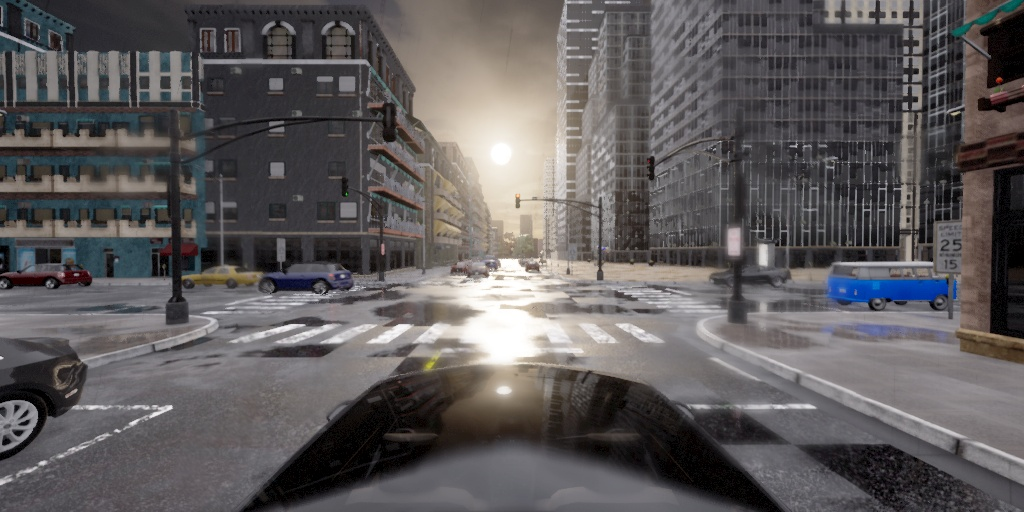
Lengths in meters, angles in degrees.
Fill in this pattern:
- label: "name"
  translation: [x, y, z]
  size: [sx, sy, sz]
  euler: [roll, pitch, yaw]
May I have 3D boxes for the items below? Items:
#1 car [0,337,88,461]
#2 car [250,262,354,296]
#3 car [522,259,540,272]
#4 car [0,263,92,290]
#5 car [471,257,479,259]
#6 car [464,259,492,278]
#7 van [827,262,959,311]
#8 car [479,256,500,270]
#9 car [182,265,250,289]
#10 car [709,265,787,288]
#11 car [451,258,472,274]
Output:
- label: "car"
  translation: [-5.692, 1.300, 2.219]
  size: [2.007, 1.370, 4.403]
  euler: [0, 0, 0]
- label: "car"
  translation: [-11.060, 1.098, 19.291]
  size: [4.553, 1.767, 2.097]
  euler: [0, 1, 9]
- label: "car"
  translation: [2.575, 1.281, 46.007]
  size: [1.888, 1.381, 4.507]
  euler: [0, 0, 0]
- label: "car"
  translation: [-28.818, 1.186, 22.141]
  size: [4.097, 1.591, 1.967]
  euler: [0, 0, 0]
- label: "car"
  translation: [-5.773, 1.176, 45.934]
  size: [1.967, 1.591, 4.097]
  euler: [0, 0, 0]
- label: "car"
  translation: [-3.159, 1.265, 34.301]
  size: [1.812, 1.442, 4.674]
  euler: [0, 0, 0]
- label: "van"
  translation: [14.667, 1.114, 13.913]
  size: [3.998, 1.789, 1.690]
  euler: [0, 0, 0]
- label: "car"
  translation: [-3.187, 0.956, 50.818]
  size: [2.150, 2.045, 5.566]
  euler: [0, 0, 0]
- label: "car"
  translation: [-17.920, 1.243, 22.180]
  size: [4.829, 1.417, 1.751]
  euler: [0, 0, 0]
- label: "car"
  translation: [14.638, 1.212, 22.293]
  size: [4.313, 1.339, 1.948]
  euler: [0, 0, 0]
- label: "car"
  translation: [-5.762, 1.282, 40.285]
  size: [1.888, 1.381, 4.507]
  euler: [0, 0, 0]
